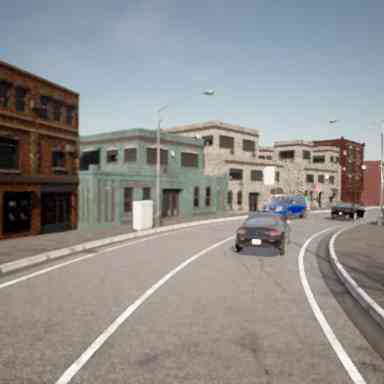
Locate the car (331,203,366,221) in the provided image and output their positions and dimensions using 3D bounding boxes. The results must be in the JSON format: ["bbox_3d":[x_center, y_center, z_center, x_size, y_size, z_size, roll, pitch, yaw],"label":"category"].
[{"bbox_3d":[14.514,1.738,30.715,1.882,1.535,5.008,1,0,42],"label":"car"}]

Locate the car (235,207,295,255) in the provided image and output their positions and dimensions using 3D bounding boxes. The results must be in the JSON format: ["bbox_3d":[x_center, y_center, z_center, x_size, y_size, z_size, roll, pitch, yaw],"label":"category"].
[{"bbox_3d":[3.047,1.585,13.762,1.812,1.442,4.674,1,0,20],"label":"car"}]

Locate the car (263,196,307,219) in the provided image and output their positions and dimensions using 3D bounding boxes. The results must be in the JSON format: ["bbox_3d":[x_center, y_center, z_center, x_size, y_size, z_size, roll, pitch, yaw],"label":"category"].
[{"bbox_3d":[8.247,1.350,29.253,2.150,2.045,5.566,1,0,40],"label":"car"}]
